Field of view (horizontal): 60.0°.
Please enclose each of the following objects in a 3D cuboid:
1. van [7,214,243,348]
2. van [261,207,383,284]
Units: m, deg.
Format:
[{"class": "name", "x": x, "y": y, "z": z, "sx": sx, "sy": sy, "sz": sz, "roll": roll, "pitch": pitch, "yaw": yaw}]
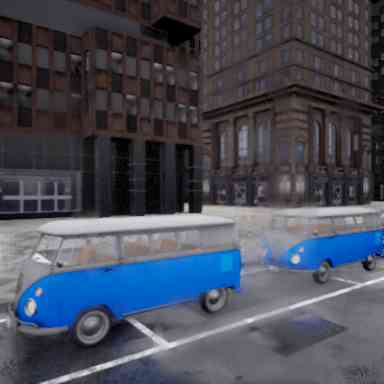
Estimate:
[{"class": "van", "x": -0.918, "y": 1.342, "z": 5.994, "sx": 3.998, "sy": 1.788, "sz": 1.690, "roll": 0, "pitch": 0, "yaw": -35}, {"class": "van", "x": 3.704, "y": 1.342, "z": 9.290, "sx": 3.998, "sy": 1.788, "sz": 1.690, "roll": 0, "pitch": 0, "yaw": -35}]
